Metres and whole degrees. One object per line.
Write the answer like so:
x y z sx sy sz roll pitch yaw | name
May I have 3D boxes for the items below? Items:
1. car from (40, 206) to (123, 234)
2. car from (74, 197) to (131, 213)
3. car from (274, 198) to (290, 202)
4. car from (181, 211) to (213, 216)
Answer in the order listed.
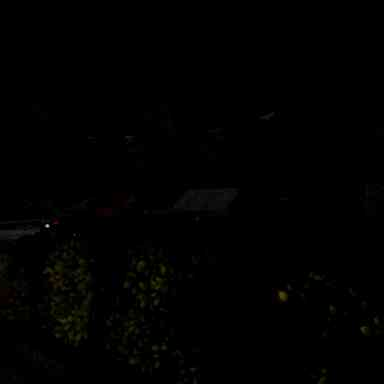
-6.325 1.734 18.896 1.994 1.385 4.181 0 0 36 | car
-6.973 1.394 24.348 2.150 2.045 5.566 0 0 36 | car
13.353 1.697 49.450 4.674 1.442 1.812 0 0 -44 | car
0.523 1.676 34.643 1.837 1.490 4.892 0 0 37 | car
